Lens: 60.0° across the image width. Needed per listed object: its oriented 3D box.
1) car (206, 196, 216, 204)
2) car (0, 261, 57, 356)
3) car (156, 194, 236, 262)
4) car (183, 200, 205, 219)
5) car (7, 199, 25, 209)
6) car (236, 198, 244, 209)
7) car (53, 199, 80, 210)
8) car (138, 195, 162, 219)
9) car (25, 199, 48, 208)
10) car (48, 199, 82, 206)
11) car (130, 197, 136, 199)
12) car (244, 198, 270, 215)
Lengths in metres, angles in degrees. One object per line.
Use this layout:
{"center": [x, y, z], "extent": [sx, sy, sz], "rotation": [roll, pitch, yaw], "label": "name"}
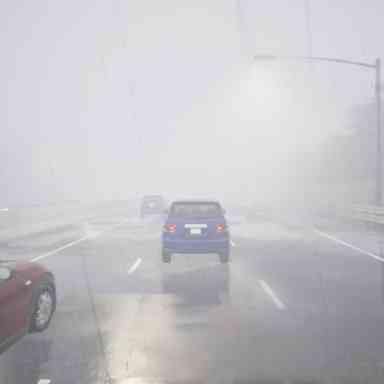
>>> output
{"center": [4.029, 1.705, 70.960], "extent": [1.812, 1.442, 4.674], "rotation": [0, 0, 1], "label": "car"}
{"center": [-3.395, 1.355, 3.935], "extent": [2.097, 1.767, 4.553], "rotation": [0, 0, 0], "label": "car"}
{"center": [0.119, 1.233, 12.332], "extent": [2.150, 2.045, 5.566], "rotation": [0, 0, 0], "label": "car"}
{"center": [0.204, 1.549, 30.660], "extent": [1.837, 1.490, 4.892], "rotation": [0, 0, 0], "label": "car"}
{"center": [-24.326, 1.653, 47.168], "extent": [1.994, 1.385, 4.181], "rotation": [0, 0, 1], "label": "car"}
{"center": [7.253, 1.622, 47.107], "extent": [1.812, 1.442, 4.674], "rotation": [0, 0, 1], "label": "car"}
{"center": [-17.349, 1.688, 46.072], "extent": [1.895, 1.301, 4.718], "rotation": [0, 0, 1], "label": "car"}
{"center": [-3.301, 1.264, 30.051], "extent": [2.150, 2.045, 5.566], "rotation": [0, 0, 0], "label": "car"}
{"center": [-20.834, 1.636, 46.811], "extent": [2.033, 1.411, 5.357], "rotation": [0, 0, 1], "label": "car"}
{"center": [-13.933, 1.552, 37.700], "extent": [2.128, 1.511, 4.902], "rotation": [0, 0, 1], "label": "car"}
{"center": [-13.360, 1.511, 78.405], "extent": [2.128, 1.511, 4.902], "rotation": [0, 0, 1], "label": "car"}
{"center": [7.037, 1.536, 35.433], "extent": [1.882, 1.535, 5.008], "rotation": [0, 0, 2], "label": "car"}
